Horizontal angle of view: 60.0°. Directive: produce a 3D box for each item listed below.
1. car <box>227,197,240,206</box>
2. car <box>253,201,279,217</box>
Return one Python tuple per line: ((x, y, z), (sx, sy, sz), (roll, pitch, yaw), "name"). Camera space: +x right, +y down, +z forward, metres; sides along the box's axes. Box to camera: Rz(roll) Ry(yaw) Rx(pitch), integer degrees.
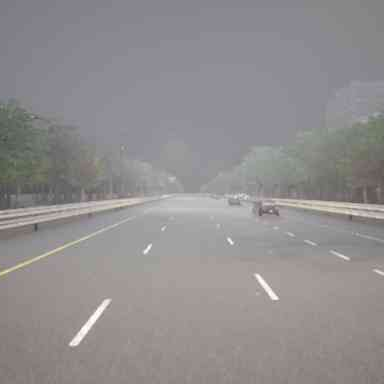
((7.109, 1.555, 56.767), (2.128, 1.511, 4.902), (0, 0, 0), "car")
((7.025, 1.556, 31.826), (1.812, 1.442, 4.674), (0, 0, 0), "car")
